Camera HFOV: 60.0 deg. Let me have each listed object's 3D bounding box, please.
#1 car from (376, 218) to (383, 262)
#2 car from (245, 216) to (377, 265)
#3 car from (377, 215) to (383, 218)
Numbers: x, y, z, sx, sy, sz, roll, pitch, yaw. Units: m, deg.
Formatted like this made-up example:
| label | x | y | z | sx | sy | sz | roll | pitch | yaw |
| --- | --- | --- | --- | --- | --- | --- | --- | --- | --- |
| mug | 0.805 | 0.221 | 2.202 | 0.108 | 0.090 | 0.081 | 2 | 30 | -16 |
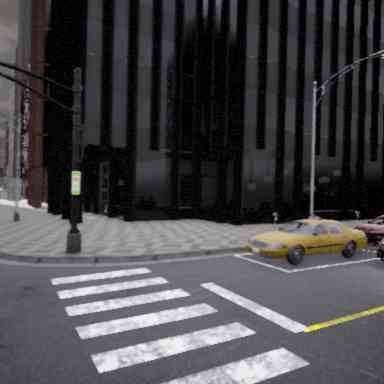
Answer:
| label | x | y | z | sx | sy | sz | roll | pitch | yaw |
| --- | --- | --- | --- | --- | --- | --- | --- | --- | --- |
| car | 8.010 | 1.677 | 10.848 | 4.181 | 1.385 | 1.994 | 1 | 1 | -30 |
| car | 4.098 | 1.547 | 11.665 | 4.829 | 1.417 | 1.752 | 1 | 1 | -30 |
| car | 8.839 | 1.647 | 14.392 | 4.507 | 1.381 | 1.887 | 1 | 1 | -30 |
